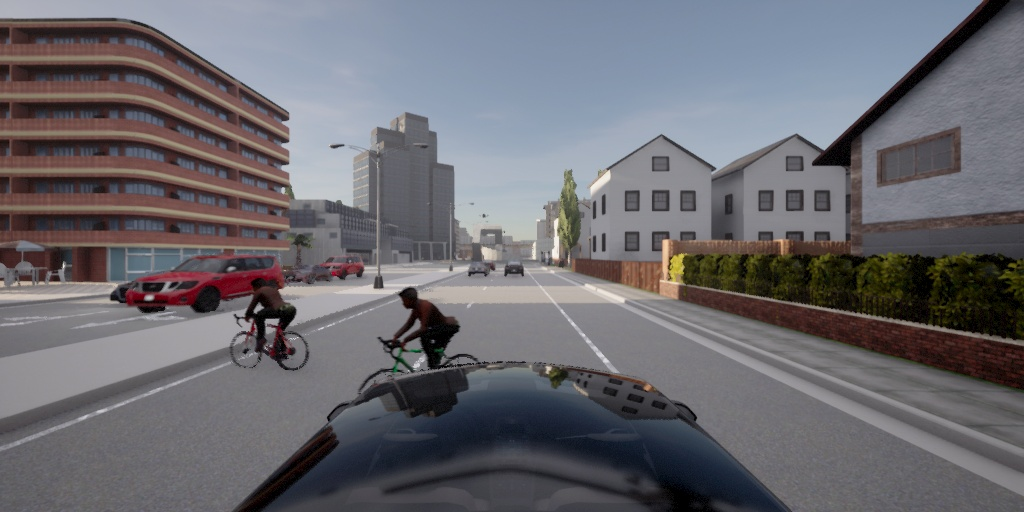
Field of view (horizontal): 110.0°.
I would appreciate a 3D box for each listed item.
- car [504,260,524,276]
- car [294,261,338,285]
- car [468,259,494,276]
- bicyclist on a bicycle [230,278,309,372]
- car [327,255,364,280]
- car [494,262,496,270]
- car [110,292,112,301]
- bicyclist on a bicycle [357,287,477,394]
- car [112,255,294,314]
[{"bbox_3d":[0.226,1.220,36.433,1.882,1.535,5.008,0,0,1],"label":"car"},{"bbox_3d":[-14.894,1.309,26.111,1.994,1.385,4.181,0,0,0],"label":"car"},{"bbox_3d":[-3.280,1.289,36.248,2.033,1.411,5.357,0,0,1],"label":"car"},{"bbox_3d":[-4.260,1.204,6.248,1.656,1.620,0.582,-2,0,12],"label":"bicyclist on a bicycle"},{"bbox_3d":[-14.923,0.965,31.424,2.150,2.045,5.566,0,0,0],"label":"car"},{"bbox_3d":[-3.233,1.217,48.194,1.882,1.535,5.008,0,0,1],"label":"car"},{"bbox_3d":[-15.051,1.310,16.064,1.994,1.385,4.181,0,0,-1],"label":"car"},{"bbox_3d":[-1.121,1.204,4.549,1.656,1.620,0.582,-3,1,-32],"label":"bicyclist on a bicycle"},{"bbox_3d":[-11.535,0.968,14.184,2.150,2.045,5.566,0,0,0],"label":"car"}]
